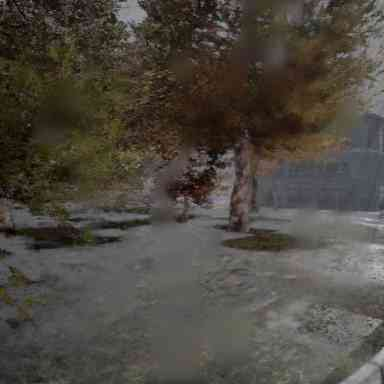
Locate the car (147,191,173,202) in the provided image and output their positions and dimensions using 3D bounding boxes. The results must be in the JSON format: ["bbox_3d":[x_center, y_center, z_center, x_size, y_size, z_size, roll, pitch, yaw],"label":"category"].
[{"bbox_3d":[-7.035,1.033,73.152,5.566,2.045,2.435,3,-1,-2],"label":"car"}]

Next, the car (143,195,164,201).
[{"bbox_3d":[-7.918,1.180,70.319,4.892,1.521,2.231,3,-1,-3],"label":"car"}]

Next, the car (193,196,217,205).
[{"bbox_3d":[1.638,1.008,50.919,2.150,2.045,5.566,0,-5,-11],"label":"car"}]
